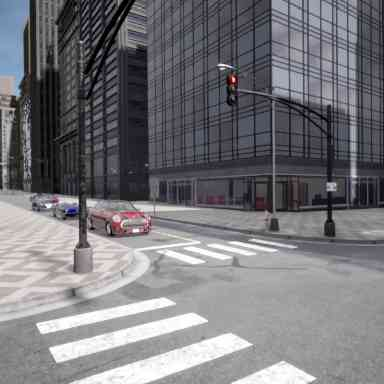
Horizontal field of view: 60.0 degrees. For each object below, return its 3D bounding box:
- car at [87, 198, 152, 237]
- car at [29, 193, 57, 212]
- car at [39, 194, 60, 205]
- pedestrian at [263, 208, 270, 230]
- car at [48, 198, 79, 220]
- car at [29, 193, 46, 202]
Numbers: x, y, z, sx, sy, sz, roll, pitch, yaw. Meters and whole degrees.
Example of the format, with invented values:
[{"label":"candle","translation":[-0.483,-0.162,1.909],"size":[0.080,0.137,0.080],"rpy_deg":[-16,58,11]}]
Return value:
[{"label":"car","translation":[-3.933,1.234,17.692],"size":[2.097,1.767,4.553],"rpy_deg":[-1,1,-34]},{"label":"car","translation":[-15.425,1.178,34.668],"size":[2.128,1.511,4.902],"rpy_deg":[-1,1,-34]},{"label":"car","translation":[-20.547,1.062,47.892],"size":[1.994,1.385,4.181],"rpy_deg":[-1,1,-34]},{"label":"pedestrian","translation":[3.892,1.373,17.276],"size":[0.500,1.100,0.500],"rpy_deg":[0,0,-34]},{"label":"car","translation":[-9.607,1.389,26.075],"size":[1.895,1.301,4.718],"rpy_deg":[-1,1,-34]},{"label":"car","translation":[-26.096,0.882,56.060],"size":[1.837,1.490,4.892],"rpy_deg":[-1,1,-34]}]
